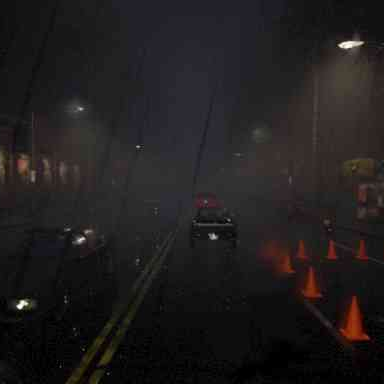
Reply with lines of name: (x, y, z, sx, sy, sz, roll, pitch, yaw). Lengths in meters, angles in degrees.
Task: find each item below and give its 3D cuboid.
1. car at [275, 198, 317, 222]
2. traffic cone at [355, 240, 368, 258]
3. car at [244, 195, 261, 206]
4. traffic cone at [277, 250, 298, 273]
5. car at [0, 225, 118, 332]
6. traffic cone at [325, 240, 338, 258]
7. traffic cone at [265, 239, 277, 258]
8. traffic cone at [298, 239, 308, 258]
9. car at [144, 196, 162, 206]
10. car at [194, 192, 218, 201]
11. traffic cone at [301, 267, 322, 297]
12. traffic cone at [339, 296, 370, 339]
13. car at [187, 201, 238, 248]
car: (7.603, 1.195, 24.775, 2.185, 1.767, 4.553, 0, 0, 1)
traffic cone: (5.673, 1.894, 11.102, 0.340, 0.580, 0.340, 0, 0, 1)
car: (8.456, 1.187, 46.690, 2.161, 1.482, 4.786, 0, 0, 1)
traffic cone: (2.624, 1.895, 9.177, 0.340, 0.580, 0.340, 0, 0, 1)
car: (-3.036, 1.476, 7.261, 2.033, 1.411, 5.357, 0, 0, 1)
traffic cone: (4.674, 1.889, 11.127, 0.340, 0.580, 0.340, 0, 0, 1)
traffic cone: (2.674, 1.880, 11.176, 0.340, 0.580, 0.340, 0, 0, 1)
traffic cone: (3.674, 1.884, 11.151, 0.340, 0.580, 0.340, 0, 0, 1)
car: (-5.281, 1.271, 45.663, 1.895, 1.301, 4.718, 0, 0, 2)
car: (1.365, 0.969, 33.066, 2.150, 2.045, 5.566, 0, 0, 2)
traffic cone: (2.575, 1.910, 7.177, 0.340, 0.580, 0.340, 0, 0, 1)
traffic cone: (2.525, 1.926, 5.178, 0.340, 0.580, 0.340, 0, 0, 1)
car: (0.841, 1.383, 14.320, 2.128, 1.511, 4.902, 0, 0, 1)
